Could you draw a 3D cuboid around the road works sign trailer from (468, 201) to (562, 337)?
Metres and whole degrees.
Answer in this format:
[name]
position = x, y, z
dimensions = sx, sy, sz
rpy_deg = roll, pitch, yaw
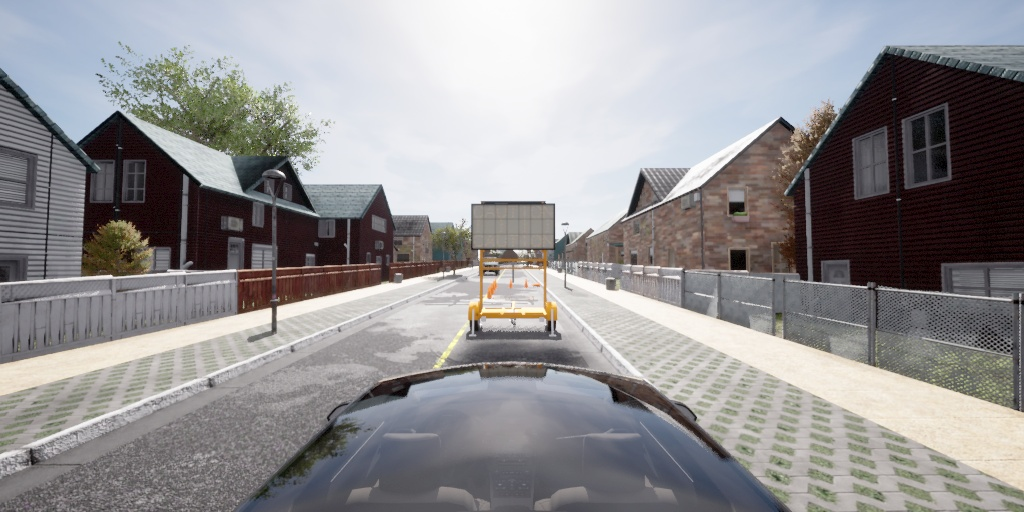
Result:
[road works sign trailer]
position = 0.036, 0.227, 10.361
dimensions = 2.380, 3.560, 2.880
rpy_deg = 0, 0, 1

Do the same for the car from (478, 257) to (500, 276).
[car]
position = -2.581, 1.125, 40.536
dimensions = 2.150, 2.045, 5.566
rpy_deg = 0, 0, 0
